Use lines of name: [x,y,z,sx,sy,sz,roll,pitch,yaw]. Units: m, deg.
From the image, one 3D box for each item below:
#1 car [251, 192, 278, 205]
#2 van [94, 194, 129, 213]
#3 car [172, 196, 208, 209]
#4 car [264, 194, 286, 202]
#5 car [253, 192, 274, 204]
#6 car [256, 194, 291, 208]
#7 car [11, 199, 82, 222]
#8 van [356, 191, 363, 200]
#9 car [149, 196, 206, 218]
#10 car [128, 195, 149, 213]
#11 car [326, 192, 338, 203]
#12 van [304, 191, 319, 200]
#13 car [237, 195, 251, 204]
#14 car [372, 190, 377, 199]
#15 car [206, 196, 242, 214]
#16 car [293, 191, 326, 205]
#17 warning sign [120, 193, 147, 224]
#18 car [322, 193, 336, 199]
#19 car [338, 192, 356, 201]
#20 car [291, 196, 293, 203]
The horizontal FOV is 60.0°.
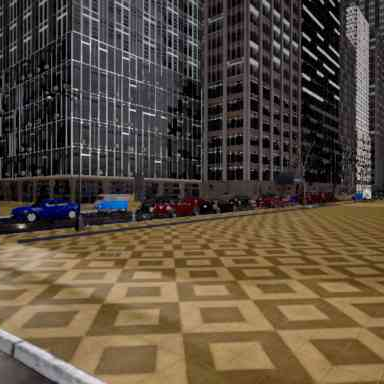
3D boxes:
car: [11.053,0.921,50.298,2.097,1.767,4.553,0,1,41]
van: [-7.657,1.107,32.719,1.690,1.788,3.998,1,1,41]
car: [-0.178,1.219,41.295,1.887,1.381,4.507,1,1,41]
car: [14.618,1.057,58.582,1.947,1.339,4.313,1,1,41]
car: [10.369,1.125,44.798,1.837,1.490,4.892,0,1,41]
car: [9.882,1.244,40.151,1.802,1.307,4.206,1,1,41]
car: [-10.787,1.319,24.899,1.882,1.535,5.008,0,1,41]
van: [35.765,0.683,70.410,1.690,1.788,3.998,1,1,41]
car: [-1.116,1.241,27.101,1.967,1.590,4.097,1,1,41]
car: [-3.535,1.229,33.377,1.882,1.535,5.008,0,1,41]
car: [20.975,0.840,53.116,2.192,1.841,5.009,1,1,41]
van: [25.711,0.695,71.549,1.690,1.788,3.998,1,1,41]
car: [7.222,1.148,49.935,1.947,1.339,4.313,1,1,41]
car: [39.461,0.848,74.737,2.008,1.369,4.403,1,1,41]
car: [2.538,1.320,31.462,1.947,1.339,4.313,1,1,41]
car: [17.278,0.885,48.793,2.192,1.841,5.009,1,1,41]
warning sign: [-3.620,0.977,20.725,1.300,1.860,1.060,0,0,41]
car: [33.106,0.829,80.200,1.947,1.339,4.313,1,1,41]
car: [28.480,0.957,61.895,1.752,1.417,4.829,1,1,41]
car: [17.077,1.062,52.713,1.812,1.442,4.674,0,1,41]
